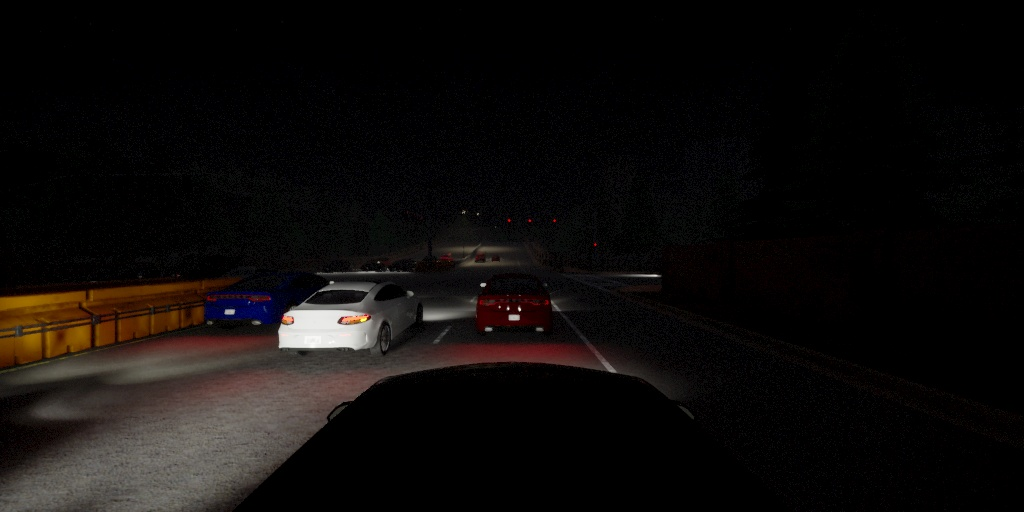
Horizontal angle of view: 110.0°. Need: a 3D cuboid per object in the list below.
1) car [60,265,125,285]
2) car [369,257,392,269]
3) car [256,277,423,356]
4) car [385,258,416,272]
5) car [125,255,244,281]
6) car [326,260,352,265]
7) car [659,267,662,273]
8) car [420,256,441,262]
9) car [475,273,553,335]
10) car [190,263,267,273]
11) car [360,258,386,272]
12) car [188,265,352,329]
[{"bbox_3d":[-21.137,1.242,19.511,2.128,1.511,4.902,0,0,0],"label":"car"},{"bbox_3d":[-21.200,1.102,58.097,2.097,1.767,4.553,0,0,0],"label":"car"},{"bbox_3d":[-3.449,1.276,8.468,1.812,1.442,4.674,0,0,-1],"label":"car"},{"bbox_3d":[-14.194,1.275,45.831,1.812,1.442,4.674,0,0,0],"label":"car"},{"bbox_3d":[-17.639,0.973,20.231,2.150,2.045,5.566,0,0,0],"label":"car"},{"bbox_3d":[-21.188,1.257,43.634,1.837,1.490,4.892,0,-1,0],"label":"car"},{"bbox_3d":[17.273,1.314,36.498,4.181,1.385,1.994,0,0,0],"label":"car"},{"bbox_3d":[-14.208,0.970,61.735,2.150,2.045,5.566,0,0,0],"label":"car"},{"bbox_3d":[0.056,1.228,10.499,1.882,1.535,5.008,0,0,0],"label":"car"},{"bbox_3d":[-14.137,1.275,19.207,1.812,1.442,4.674,0,0,0],"label":"car"},{"bbox_3d":[-17.691,1.315,45.797,1.994,1.385,4.181,0,0,0],"label":"car"},{"bbox_3d":[-6.942,1.228,11.306,1.882,1.535,5.008,0,0,0],"label":"car"}]
